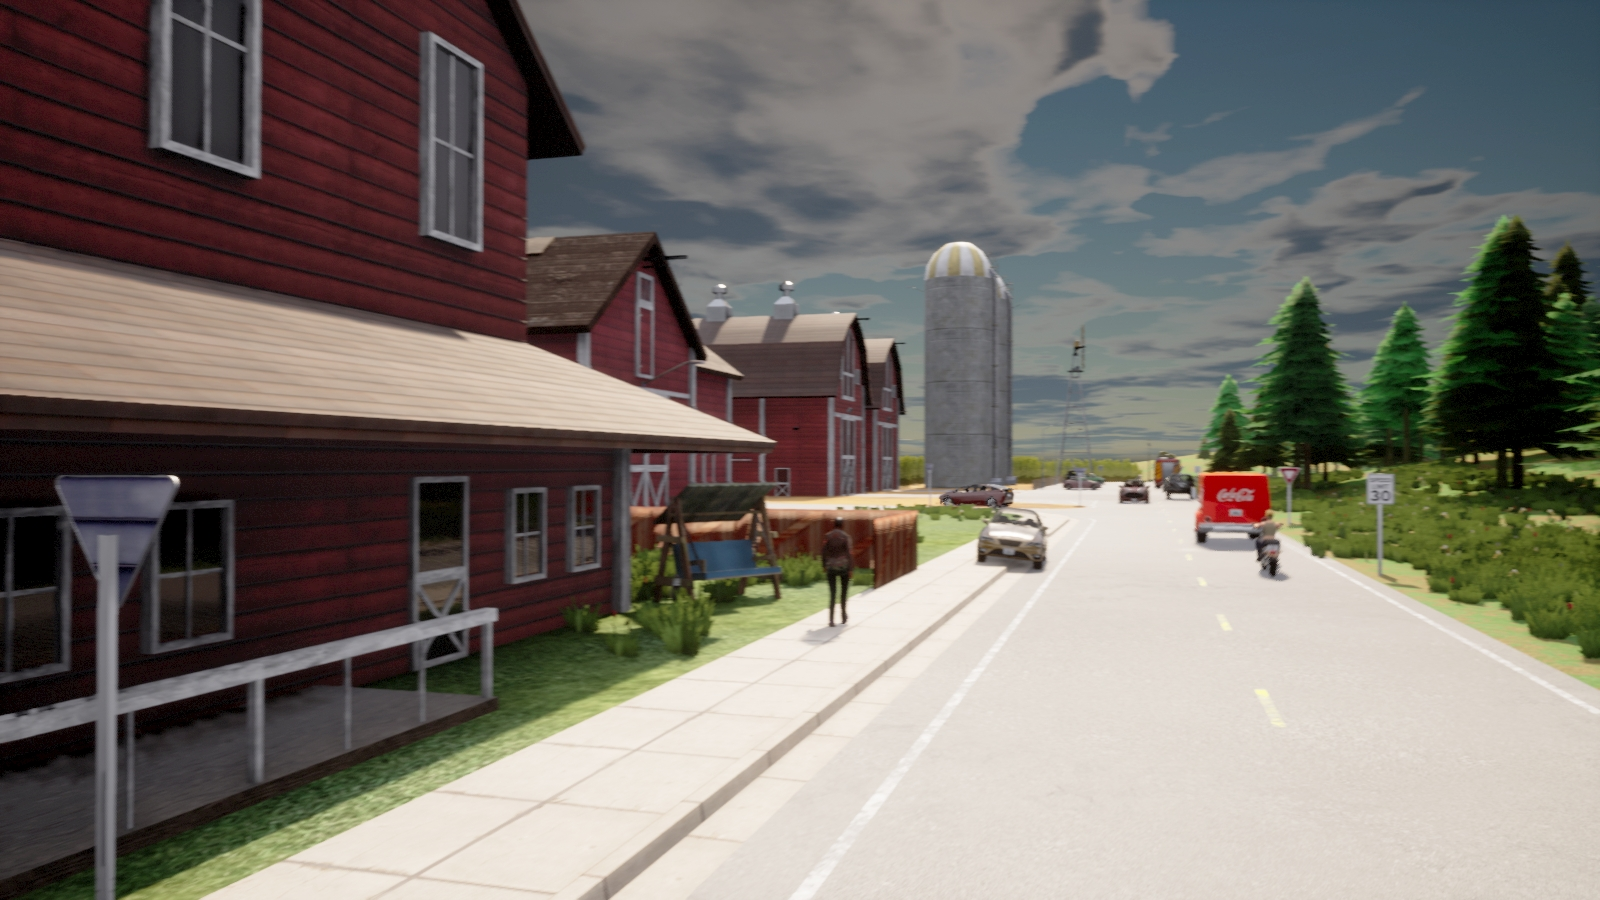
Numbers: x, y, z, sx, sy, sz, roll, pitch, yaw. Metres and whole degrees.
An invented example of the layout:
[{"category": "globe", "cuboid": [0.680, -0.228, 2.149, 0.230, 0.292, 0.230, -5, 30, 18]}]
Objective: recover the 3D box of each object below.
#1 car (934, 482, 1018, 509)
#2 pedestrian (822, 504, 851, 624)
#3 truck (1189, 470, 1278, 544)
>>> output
[{"category": "car", "cuboid": [10.523, 2.678, 68.335, 4.514, 1.525, 2.007, -1, -1, 34]}, {"category": "pedestrian", "cuboid": [0.584, 1.798, 18.141, 0.375, 1.860, 0.375, 0, -1, 19]}, {"category": "truck", "cuboid": [15.629, 1.978, 41.501, 2.627, 2.467, 5.204, 0, -1, 17]}]
